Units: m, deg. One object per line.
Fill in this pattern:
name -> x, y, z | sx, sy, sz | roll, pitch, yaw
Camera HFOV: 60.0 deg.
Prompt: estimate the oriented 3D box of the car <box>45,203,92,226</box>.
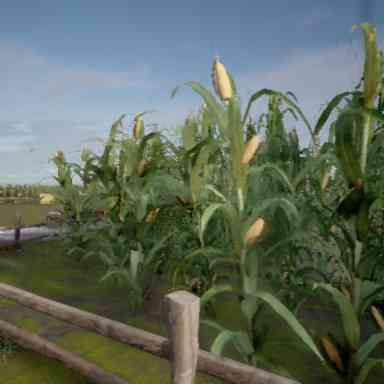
car -> -8.254, 1.555, 24.265 | 1.882, 1.535, 5.008 | 1, 0, 28
